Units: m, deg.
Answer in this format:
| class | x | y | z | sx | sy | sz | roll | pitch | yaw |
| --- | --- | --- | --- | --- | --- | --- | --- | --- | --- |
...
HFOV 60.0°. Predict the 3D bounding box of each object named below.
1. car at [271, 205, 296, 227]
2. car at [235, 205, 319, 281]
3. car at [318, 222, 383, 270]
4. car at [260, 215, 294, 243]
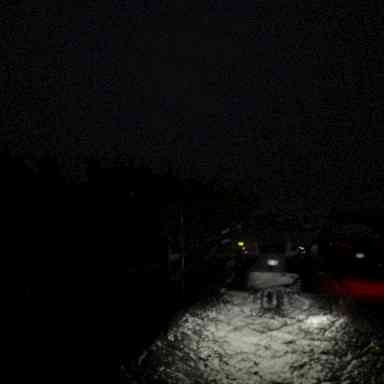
| class | x | y | z | sx | sy | sz | roll | pitch | yaw |
| --- | --- | --- | --- | --- | --- | --- | --- | --- | --- |
| car | 9.428 | 2.389 | 33.952 | 2.150 | 2.045 | 5.566 | -3 | -3 | 19 |
| car | 2.870 | 1.639 | 11.638 | 2.150 | 2.045 | 5.566 | -2 | -3 | 15 |
| car | 5.786 | 1.840 | 12.383 | 1.882 | 1.535 | 5.008 | -3 | -3 | 17 |
| car | 5.550 | 2.278 | 21.446 | 1.812 | 1.442 | 4.674 | -3 | -3 | 16 |
